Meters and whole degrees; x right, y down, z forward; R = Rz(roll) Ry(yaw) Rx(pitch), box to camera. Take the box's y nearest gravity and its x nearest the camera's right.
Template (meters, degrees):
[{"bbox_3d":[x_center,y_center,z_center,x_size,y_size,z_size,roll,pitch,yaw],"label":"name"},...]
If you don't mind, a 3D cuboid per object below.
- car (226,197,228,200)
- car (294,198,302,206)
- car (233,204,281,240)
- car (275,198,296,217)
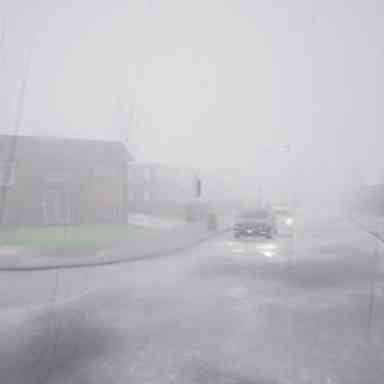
[{"bbox_3d":[5.163,1.680,61.927,3.633,1.501,1.845,-1,-1,20],"label":"car"},{"bbox_3d":[20.521,1.952,65.395,1.882,1.535,5.008,-1,-1,20],"label":"car"},{"bbox_3d":[3.570,1.652,18.234,1.837,1.490,4.892,-1,0,20],"label":"car"},{"bbox_3d":[9.335,1.735,34.271,1.882,1.535,5.008,-1,0,20],"label":"car"}]
